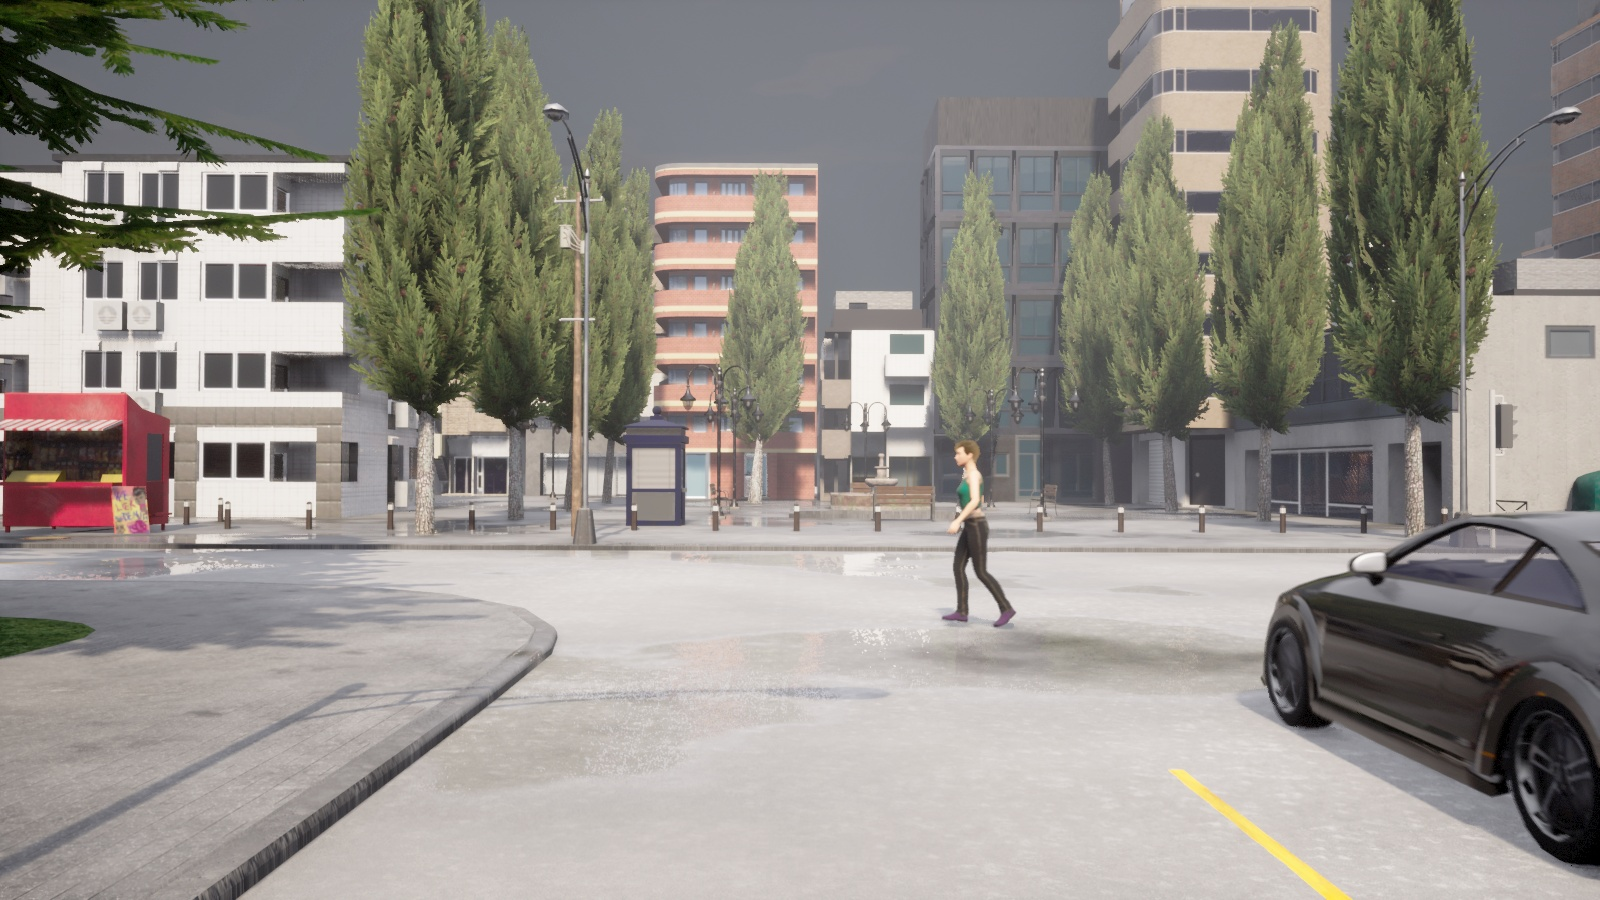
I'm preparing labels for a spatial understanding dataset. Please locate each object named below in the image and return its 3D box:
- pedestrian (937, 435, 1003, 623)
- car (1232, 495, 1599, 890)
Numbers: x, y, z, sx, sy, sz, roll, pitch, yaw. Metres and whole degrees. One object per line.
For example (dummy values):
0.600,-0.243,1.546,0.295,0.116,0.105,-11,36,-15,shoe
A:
1.687,0.773,12.481,0.594,1.836,0.345,0,-1,-1,pedestrian
3.977,0.973,6.551,1.994,1.385,4.181,0,-1,0,car
